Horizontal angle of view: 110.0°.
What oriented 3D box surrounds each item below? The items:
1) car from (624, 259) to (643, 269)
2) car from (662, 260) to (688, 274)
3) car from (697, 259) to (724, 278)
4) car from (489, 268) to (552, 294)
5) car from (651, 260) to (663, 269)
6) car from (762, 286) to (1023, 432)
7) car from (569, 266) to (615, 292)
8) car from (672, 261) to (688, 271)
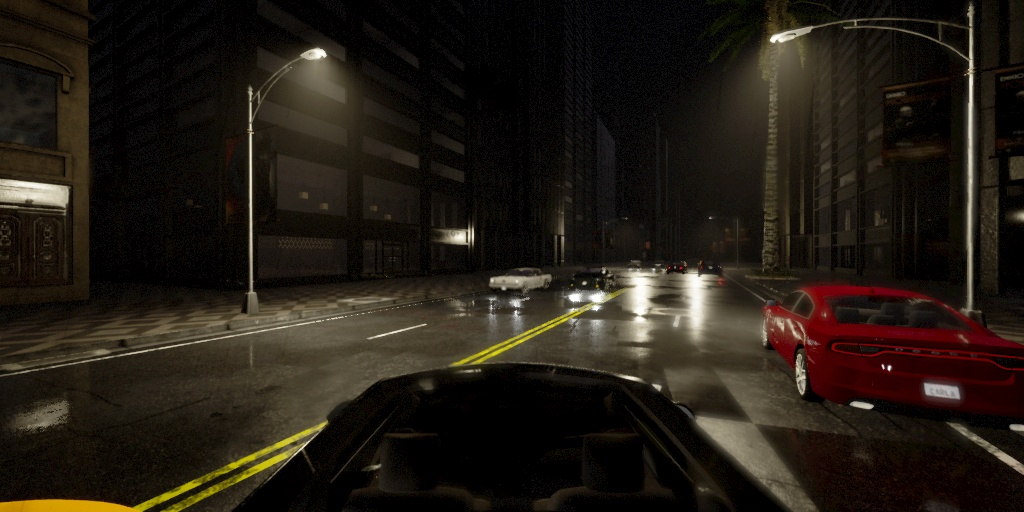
[{"bbox_3d":[20.009,1.335,57.962,2.033,1.411,5.357,0,0,28],"label":"car"},{"bbox_3d":[18.656,1.317,40.748,2.033,1.411,5.357,0,0,27],"label":"car"},{"bbox_3d":[19.295,1.118,34.925,2.097,1.767,4.553,0,0,27],"label":"car"},{"bbox_3d":[0.585,1.354,20.279,1.895,1.301,4.718,0,0,27],"label":"car"},{"bbox_3d":[24.292,1.317,59.140,1.812,1.442,4.674,0,0,28],"label":"car"},{"bbox_3d":[5.514,1.228,5.852,1.882,1.535,5.008,0,0,27],"label":"car"},{"bbox_3d":[4.897,1.318,21.558,1.994,1.385,4.181,0,0,27],"label":"car"},{"bbox_3d":[23.545,1.381,50.245,1.895,1.301,4.718,0,0,27],"label":"car"}]
